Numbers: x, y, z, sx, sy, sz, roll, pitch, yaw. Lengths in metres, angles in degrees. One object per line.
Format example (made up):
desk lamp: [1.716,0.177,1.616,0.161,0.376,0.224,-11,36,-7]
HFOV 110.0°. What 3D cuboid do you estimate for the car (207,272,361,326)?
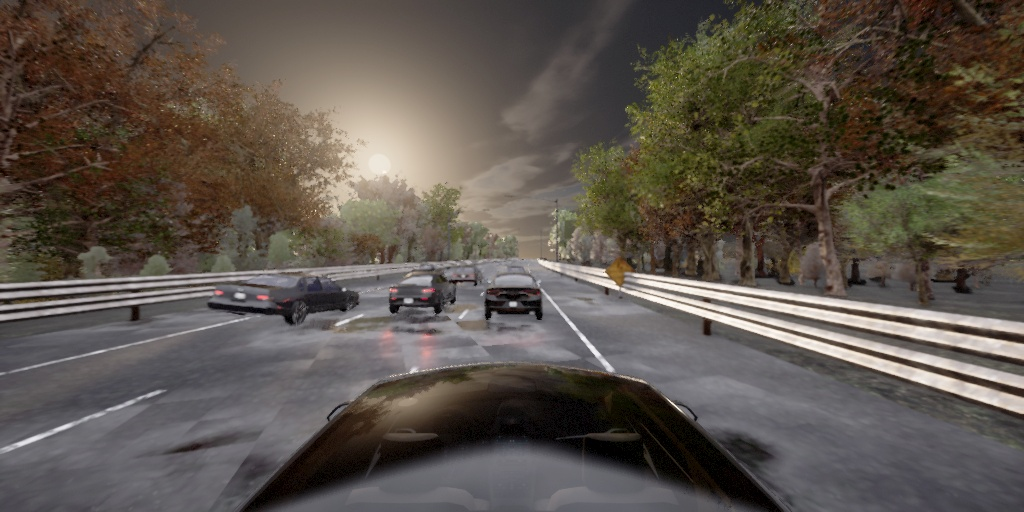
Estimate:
car: [-6.939,1.253,11.758,2.033,1.411,5.357,6,-4,2]

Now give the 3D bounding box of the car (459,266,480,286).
car: [-3.271,1.440,26.937,2.033,1.411,5.357,0,0,1]

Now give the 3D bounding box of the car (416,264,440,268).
car: [-6.715,1.397,29.158,2.128,1.511,4.902,0,0,1]

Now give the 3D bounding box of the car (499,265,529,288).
car: [0.229,1.439,26.886,2.033,1.411,5.357,0,0,1]

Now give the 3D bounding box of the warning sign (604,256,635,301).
warning sign: [4.612,0.944,15.258,1.300,1.860,1.060,0,0,0]

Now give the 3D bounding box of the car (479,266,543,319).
car: [0.085,1.294,13.158,1.882,1.535,5.008,0,0,1]

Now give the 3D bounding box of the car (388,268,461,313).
car: [-3.396,1.349,14.207,1.812,1.442,4.674,0,-1,1]
